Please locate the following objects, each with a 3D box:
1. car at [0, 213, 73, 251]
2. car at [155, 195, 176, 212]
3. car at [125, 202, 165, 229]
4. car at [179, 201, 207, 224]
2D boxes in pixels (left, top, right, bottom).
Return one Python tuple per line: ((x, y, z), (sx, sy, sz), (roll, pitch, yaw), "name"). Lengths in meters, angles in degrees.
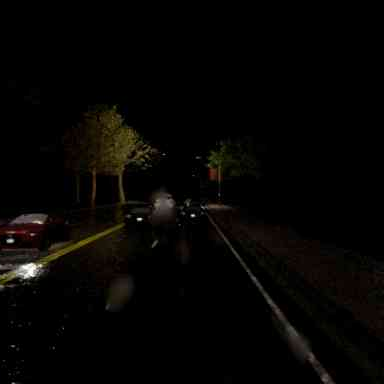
((-6.613, 1.597, 14.120), (1.994, 1.385, 4.181), (0, 0, 0), "car")
((-3.190, 1.319, 39.973), (2.150, 2.045, 5.566), (0, 0, 0), "car")
((-3.170, 1.616, 22.091), (1.994, 1.385, 4.181), (0, 0, 0), "car")
((0.076, 1.623, 25.227), (1.994, 1.385, 4.181), (0, 0, 0), "car")
